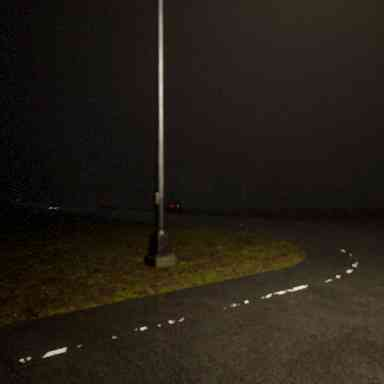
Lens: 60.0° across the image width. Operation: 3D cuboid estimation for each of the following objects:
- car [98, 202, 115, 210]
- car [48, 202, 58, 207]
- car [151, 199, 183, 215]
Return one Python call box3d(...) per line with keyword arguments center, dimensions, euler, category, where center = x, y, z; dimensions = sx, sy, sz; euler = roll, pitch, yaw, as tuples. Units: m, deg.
box3d(center=(-15.900, 2.615, 61.624), dimensions=(1.882, 1.535, 5.008), euler=(2, -2, -35), category="car")
box3d(center=(-32.961, 2.957, 78.878), dimensions=(1.994, 1.385, 4.181), euler=(2, -2, -29), category="car")
box3d(center=(-3.285, 1.931, 43.629), dimensions=(2.150, 2.045, 5.566), euler=(2, -3, -35), category="car")
